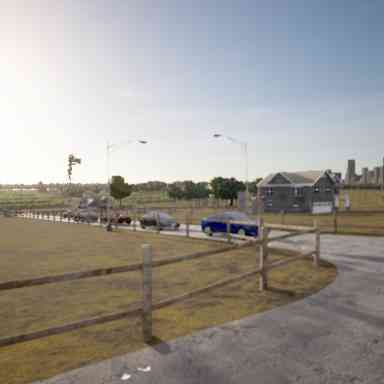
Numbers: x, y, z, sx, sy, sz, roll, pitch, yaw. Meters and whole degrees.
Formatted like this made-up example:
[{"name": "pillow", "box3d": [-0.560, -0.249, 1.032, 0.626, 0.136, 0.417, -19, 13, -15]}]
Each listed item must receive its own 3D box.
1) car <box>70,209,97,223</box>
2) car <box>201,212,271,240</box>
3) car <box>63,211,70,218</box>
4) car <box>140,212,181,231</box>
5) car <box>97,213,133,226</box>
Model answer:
[{"name": "car", "box3d": [-13.956, 3.037, 43.704, 2.097, 1.767, 4.553, 0, -2, -35]}, {"name": "car", "box3d": [2.591, 2.003, 20.554, 1.882, 1.535, 5.008, 0, -2, -36]}, {"name": "car", "box3d": [-21.529, 3.973, 59.271, 1.994, 1.385, 4.181, 0, -2, -36]}, {"name": "car", "box3d": [-2.812, 2.419, 28.090, 1.812, 1.442, 4.674, 0, -2, -36]}, {"name": "car", "box3d": [-8.117, 2.865, 35.504, 1.895, 1.301, 4.718, 0, -2, -36]}]
